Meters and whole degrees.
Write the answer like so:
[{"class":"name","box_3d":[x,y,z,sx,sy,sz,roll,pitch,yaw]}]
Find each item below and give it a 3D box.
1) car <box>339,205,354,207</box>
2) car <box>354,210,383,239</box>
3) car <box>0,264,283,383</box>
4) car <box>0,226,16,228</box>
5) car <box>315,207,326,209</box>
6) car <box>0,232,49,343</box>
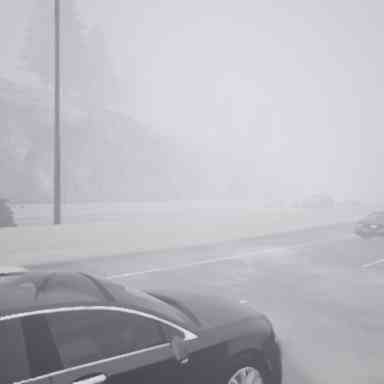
[{"class":"car","box_3d":[19.537,1.599,41.050,2.033,1.411,5.357,0,0,41]},{"class":"car","box_3d":[9.858,1.566,16.245,5.357,1.411,2.033,0,0,-41]},{"class":"car","box_3d":[-1.249,1.512,2.956,4.892,1.490,1.837,0,0,-36]},{"class":"car","box_3d":[-10.446,1.258,13.803,5.566,2.045,2.150,0,0,-36]},{"class":"car","box_3d":[16.447,1.280,42.851,2.150,2.045,5.566,0,0,41]},{"class":"car","box_3d":[-4.743,1.540,4.766,4.674,1.442,1.812,0,0,-35]}]
